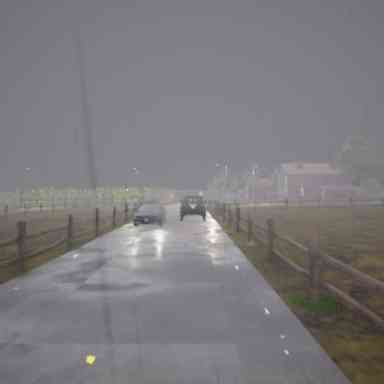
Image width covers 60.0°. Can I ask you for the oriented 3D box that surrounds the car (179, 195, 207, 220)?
[{"bbox_3d":[0.088,1.287,28.838,2.150,2.045,5.566,0,0,0],"label":"car"}]

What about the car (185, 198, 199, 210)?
[{"bbox_3d":[0.013,1.717,49.144,1.882,1.535,5.008,0,0,0],"label":"car"}]

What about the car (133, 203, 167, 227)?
[{"bbox_3d":[-2.801,1.515,23.083,1.882,1.535,5.008,0,-1,1],"label":"car"}]
